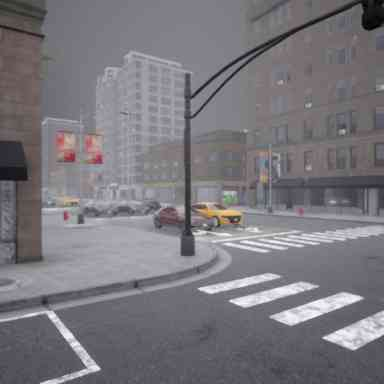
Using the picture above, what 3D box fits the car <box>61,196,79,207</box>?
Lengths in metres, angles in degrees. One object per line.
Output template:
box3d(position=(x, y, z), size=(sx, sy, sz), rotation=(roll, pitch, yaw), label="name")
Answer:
box3d(position=(-18.308, 1.393, 49.775), size=(1.882, 1.535, 5.008), rotation=(0, 0, -36), label="car")

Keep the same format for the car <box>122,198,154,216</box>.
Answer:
box3d(position=(-5.858, 1.473, 32.396), size=(1.812, 1.442, 4.674), rotation=(0, 1, -36), label="car")

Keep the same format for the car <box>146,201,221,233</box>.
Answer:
box3d(position=(-0.646, 1.499, 19.614), size=(1.812, 1.442, 4.674), rotation=(0, 0, -35), label="car")

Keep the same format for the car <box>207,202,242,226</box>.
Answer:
box3d(position=(1.265, 1.443, 22.502), size=(1.882, 1.535, 5.008), rotation=(0, 0, -35), label="car")

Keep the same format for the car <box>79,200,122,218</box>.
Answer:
box3d(position=(-8.457, 1.479, 30.445), size=(1.812, 1.442, 4.674), rotation=(0, 0, -36), label="car")

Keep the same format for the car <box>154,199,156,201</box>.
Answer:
box3d(position=(-5.397, 1.439, 37.626), size=(1.837, 1.490, 4.892), rotation=(0, 0, -36), label="car")

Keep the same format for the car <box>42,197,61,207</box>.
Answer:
box3d(position=(-21.135, 1.414, 48.145), size=(2.128, 1.511, 4.902), rotation=(0, 0, -36), label="car")
